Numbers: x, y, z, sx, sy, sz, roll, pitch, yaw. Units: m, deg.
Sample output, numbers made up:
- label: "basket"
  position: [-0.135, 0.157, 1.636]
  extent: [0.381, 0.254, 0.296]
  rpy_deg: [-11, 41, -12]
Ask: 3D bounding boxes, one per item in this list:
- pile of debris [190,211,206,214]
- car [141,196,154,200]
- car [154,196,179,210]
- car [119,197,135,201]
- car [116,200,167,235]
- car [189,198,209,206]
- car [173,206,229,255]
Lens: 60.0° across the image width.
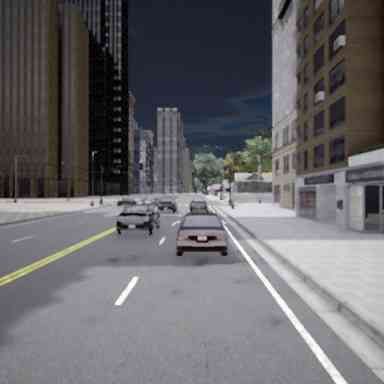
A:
- label: "pile of debris"
  position: [0.584, 2.025, 32.449]
  extent: [1.500, 0.140, 1.860]
  rpy_deg: [0, 0, 1]
- label: "car"
  position: [-5.718, 1.272, 45.257]
  extent: [2.128, 1.511, 4.902]
  rpy_deg: [0, 0, 1]
- label: "car"
  position: [-2.526, 1.340, 34.864]
  extent: [1.837, 1.490, 4.892]
  rpy_deg: [0, 0, 1]
- label: "car"
  position: [-8.955, 1.375, 45.762]
  extent: [1.895, 1.301, 4.718]
  rpy_deg: [0, 0, 1]
- label: "car"
  position: [-2.798, 1.409, 18.148]
  extent: [2.128, 1.511, 4.902]
  rpy_deg: [0, 0, 1]
- label: "car"
  position: [0.712, 1.328, 34.878]
  extent: [2.128, 1.511, 4.902]
  rpy_deg: [0, 0, 1]
- label: "car"
  position: [0.364, 1.491, 12.979]
  extent: [2.033, 1.411, 5.357]
  rpy_deg: [0, 0, 1]
